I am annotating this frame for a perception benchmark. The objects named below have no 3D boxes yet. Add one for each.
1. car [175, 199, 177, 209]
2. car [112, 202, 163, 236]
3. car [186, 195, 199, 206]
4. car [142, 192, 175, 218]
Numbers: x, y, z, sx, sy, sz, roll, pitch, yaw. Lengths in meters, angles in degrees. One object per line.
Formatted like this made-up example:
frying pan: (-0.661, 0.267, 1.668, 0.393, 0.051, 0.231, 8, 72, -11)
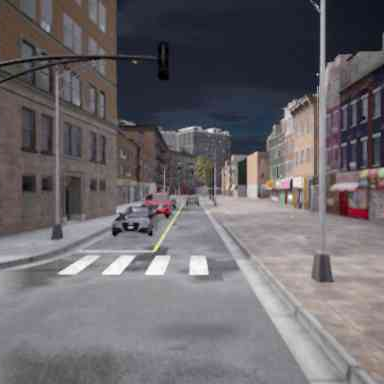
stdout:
car: (-2.842, 1.277, 40.986, 2.033, 1.411, 5.357, 0, 0, 0)
car: (-2.852, 1.446, 17.446, 1.994, 1.385, 4.181, 0, 0, 0)
car: (0.094, 1.181, 47.608, 2.128, 1.511, 4.902, 0, 0, 0)
car: (-2.851, 1.033, 27.915, 2.150, 2.045, 5.566, 0, 1, 0)
